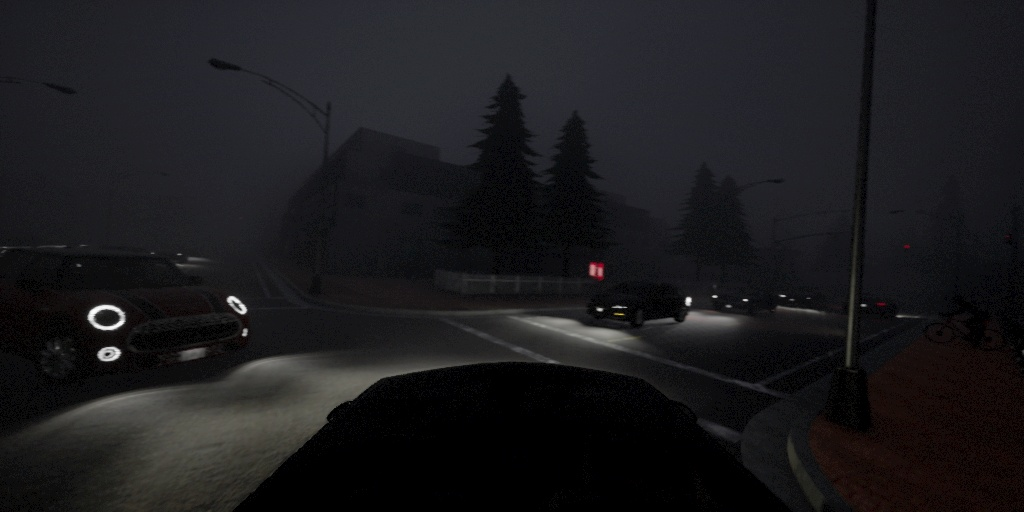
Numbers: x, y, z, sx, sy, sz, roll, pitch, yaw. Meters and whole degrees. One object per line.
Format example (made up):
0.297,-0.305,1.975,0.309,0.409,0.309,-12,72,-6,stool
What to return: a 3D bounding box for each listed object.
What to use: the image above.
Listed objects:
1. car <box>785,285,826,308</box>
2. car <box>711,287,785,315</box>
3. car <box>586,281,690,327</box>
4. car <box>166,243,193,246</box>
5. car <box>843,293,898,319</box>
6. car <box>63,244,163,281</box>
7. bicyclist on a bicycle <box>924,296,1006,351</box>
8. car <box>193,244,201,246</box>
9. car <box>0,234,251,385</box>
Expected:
21.086,2.884,25.935,4.892,1.490,1.837,4,-1,-37,car
12.851,2.377,19.676,4.718,1.301,1.895,4,-1,-37,car
4.879,1.696,13.550,4.892,1.490,1.837,4,-1,-38,car
-26.570,-0.263,27.936,1.812,1.442,4.674,4,-1,-37,car
22.091,2.976,22.113,4.181,1.385,1.994,4,-1,-37,car
-18.130,0.220,16.641,2.033,1.411,5.357,4,-1,-37,car
14.503,2.114,11.513,0.582,1.620,1.656,4,-1,-37,bicyclist on a bicycle
-34.151,-0.601,38.120,1.895,1.301,4.718,4,-1,-36,car
-6.683,0.698,5.962,4.553,1.767,2.097,4,-1,20,car
